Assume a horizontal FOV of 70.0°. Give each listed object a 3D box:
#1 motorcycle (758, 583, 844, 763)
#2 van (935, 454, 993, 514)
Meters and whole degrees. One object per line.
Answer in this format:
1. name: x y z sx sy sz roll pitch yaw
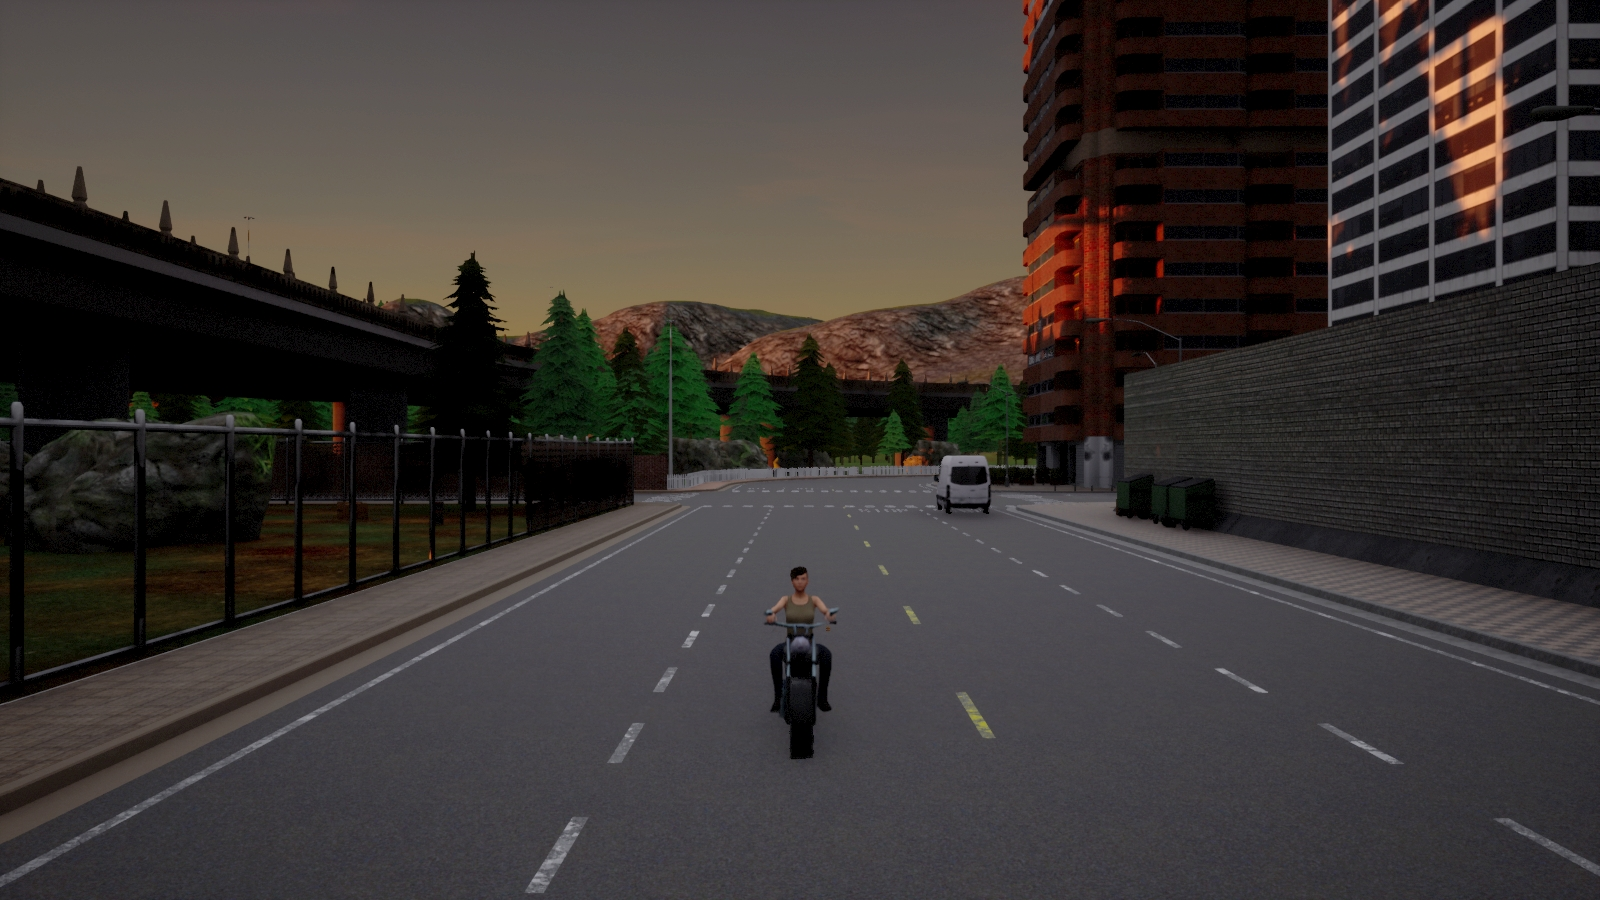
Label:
1. motorcycle: -0.004 2.099 11.251 0.764 1.307 2.356 0 0 -1
2. van: 7.415 1.479 52.326 1.988 2.561 5.915 0 0 2
